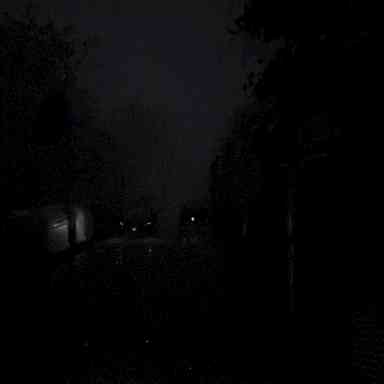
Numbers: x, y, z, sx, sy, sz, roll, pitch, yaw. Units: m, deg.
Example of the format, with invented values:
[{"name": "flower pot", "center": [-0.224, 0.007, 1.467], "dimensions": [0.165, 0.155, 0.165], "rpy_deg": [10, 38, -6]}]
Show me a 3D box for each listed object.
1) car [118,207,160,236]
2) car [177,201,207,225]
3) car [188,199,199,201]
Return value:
[{"name": "car", "center": [-2.873, 1.599, 18.833], "dimensions": [1.812, 1.442, 4.674], "rpy_deg": [0, 0, 0]}, {"name": "car", "center": [0.056, 1.642, 25.314], "dimensions": [1.837, 1.490, 4.892], "rpy_deg": [0, -1, 0]}, {"name": "car", "center": [0.214, 1.755, 42.399], "dimensions": [2.097, 1.767, 4.553], "rpy_deg": [0, -1, 1]}]
